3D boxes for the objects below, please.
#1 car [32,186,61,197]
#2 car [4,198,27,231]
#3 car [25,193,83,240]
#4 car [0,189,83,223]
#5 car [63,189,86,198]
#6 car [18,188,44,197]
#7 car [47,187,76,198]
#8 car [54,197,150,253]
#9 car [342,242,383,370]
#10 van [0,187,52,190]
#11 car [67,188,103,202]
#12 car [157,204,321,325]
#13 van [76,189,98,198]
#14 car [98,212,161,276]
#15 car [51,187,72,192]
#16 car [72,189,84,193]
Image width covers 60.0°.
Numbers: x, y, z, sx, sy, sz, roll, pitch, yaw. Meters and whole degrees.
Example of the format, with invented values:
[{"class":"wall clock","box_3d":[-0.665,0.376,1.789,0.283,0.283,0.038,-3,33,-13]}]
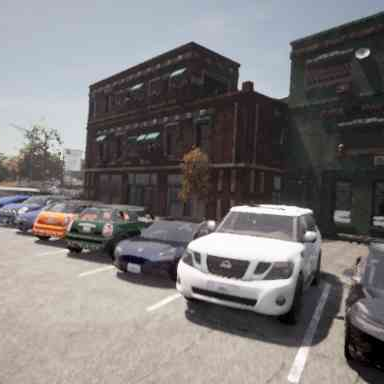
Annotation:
[{"class":"car","box_3d":[-30.113,-0.063,68.915,5.566,2.045,2.435,2,-1,25]},{"class":"car","box_3d":[-6.457,1.239,16.752,2.002,1.452,4.674,3,-1,27]},{"class":"car","box_3d":[-4.412,1.172,14.540,2.185,1.767,4.553,3,-1,27]},{"class":"car","box_3d":[-8.484,0.975,18.966,2.185,1.767,4.553,3,-1,27]},{"class":"car","box_3d":[-25.838,0.308,73.194,4.553,1.767,2.185,2,-1,25]},{"class":"car","box_3d":[-32.265,0.094,66.778,4.792,1.488,2.163,2,-1,25]},{"class":"car","box_3d":[-27.917,0.062,71.044,5.566,2.045,2.435,2,-1,25]},{"class":"car","box_3d":[-2.359,1.272,12.353,2.185,1.767,4.553,3,-1,27]},{"class":"car","box_3d":[3.801,1.735,5.785,2.163,1.488,4.792,4,-1,27]},{"class":"van","box_3d":[-12.569,0.680,23.419,1.878,1.987,4.442,3,-1,27]},{"class":"car","box_3d":[-18.297,0.502,56.776,5.566,2.045,2.435,4,1,25]},{"class":"car","box_3d":[1.768,1.351,7.977,2.435,2.045,5.566,4,-1,27]},{"class":"van","box_3d":[-23.775,0.328,75.352,4.442,1.987,1.878,2,-1,25]},{"class":"car","box_3d":[-0.301,1.530,10.160,2.163,1.488,4.792,4,-1,27]},{"class":"car","box_3d":[-22.430,0.265,52.595,5.566,2.045,2.435,4,0,25]},{"class":"car","box_3d":[-20.409,0.662,54.680,4.792,1.488,2.163,4,1,25]}]
